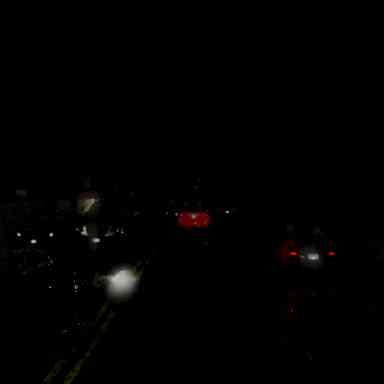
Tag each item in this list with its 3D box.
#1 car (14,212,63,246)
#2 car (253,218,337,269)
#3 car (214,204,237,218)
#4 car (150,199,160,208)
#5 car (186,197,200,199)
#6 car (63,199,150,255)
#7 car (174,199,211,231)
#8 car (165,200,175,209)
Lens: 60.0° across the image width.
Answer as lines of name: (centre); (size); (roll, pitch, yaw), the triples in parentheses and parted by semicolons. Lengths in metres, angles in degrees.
car: (-6.596, 1.706, 16.516); (2.033, 1.411, 5.357); (0, -1, 0)
car: (3.351, 1.636, 11.490); (1.812, 1.442, 4.674); (0, -1, 0)
car: (3.356, 1.879, 33.592); (1.994, 1.385, 4.181); (0, -1, 0)
car: (-6.553, 2.023, 57.509); (2.128, 1.511, 4.902); (0, 0, 0)
car: (0.105, 1.600, 40.910); (2.150, 2.045, 5.566); (0, -1, 0)
car: (-3.349, 1.360, 14.383); (2.150, 2.045, 5.566); (0, -1, 0)
car: (0.101, 1.563, 22.352); (2.097, 1.767, 4.553); (0, -1, 0)
car: (-3.307, 2.041, 55.625); (1.812, 1.442, 4.674); (0, 0, 0)
